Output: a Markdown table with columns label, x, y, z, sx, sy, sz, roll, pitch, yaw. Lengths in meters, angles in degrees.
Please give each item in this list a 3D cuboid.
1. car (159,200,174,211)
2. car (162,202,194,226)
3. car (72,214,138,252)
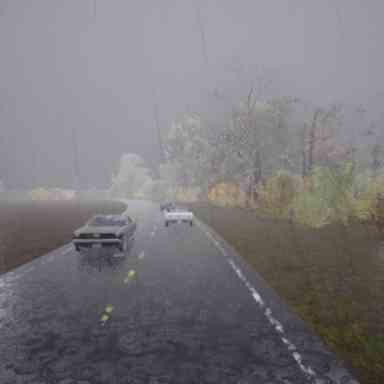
| label | x | y | z | sx | sy | sz | roll | pitch | yaw |
| --- | --- | --- | --- | --- | --- | --- | --- | --- | --- |
| car | -3.087 | 1.645 | 41.557 | 1.895 | 1.301 | 4.718 | 0 | 0 | -8 |
| car | -0.996 | 1.627 | 23.713 | 1.895 | 1.301 | 4.718 | 0 | 0 | -5 |
| car | -3.495 | 1.619 | 14.064 | 1.895 | 1.301 | 4.718 | 0 | 0 | -3 |
